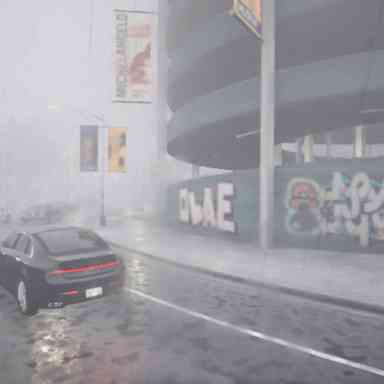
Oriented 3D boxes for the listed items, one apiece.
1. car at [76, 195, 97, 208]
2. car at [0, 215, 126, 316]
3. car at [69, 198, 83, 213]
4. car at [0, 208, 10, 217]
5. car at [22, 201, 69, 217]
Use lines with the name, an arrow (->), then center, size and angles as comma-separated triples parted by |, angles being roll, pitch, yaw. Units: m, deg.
car -> -17.598, 1.524, 54.076 | 2.150, 2.045, 5.566 | 0, 0, 14
car -> -3.356, 1.533, 7.728 | 1.837, 1.490, 4.892 | 0, 0, -42
car -> -14.424, 1.678, 36.137 | 2.033, 1.411, 5.357 | 0, 0, 9
car -> -14.282, 1.571, 23.139 | 1.812, 1.442, 4.674 | 1, 0, -11
car -> -11.391, 1.632, 25.658 | 2.033, 1.411, 5.357 | 0, 0, -7
